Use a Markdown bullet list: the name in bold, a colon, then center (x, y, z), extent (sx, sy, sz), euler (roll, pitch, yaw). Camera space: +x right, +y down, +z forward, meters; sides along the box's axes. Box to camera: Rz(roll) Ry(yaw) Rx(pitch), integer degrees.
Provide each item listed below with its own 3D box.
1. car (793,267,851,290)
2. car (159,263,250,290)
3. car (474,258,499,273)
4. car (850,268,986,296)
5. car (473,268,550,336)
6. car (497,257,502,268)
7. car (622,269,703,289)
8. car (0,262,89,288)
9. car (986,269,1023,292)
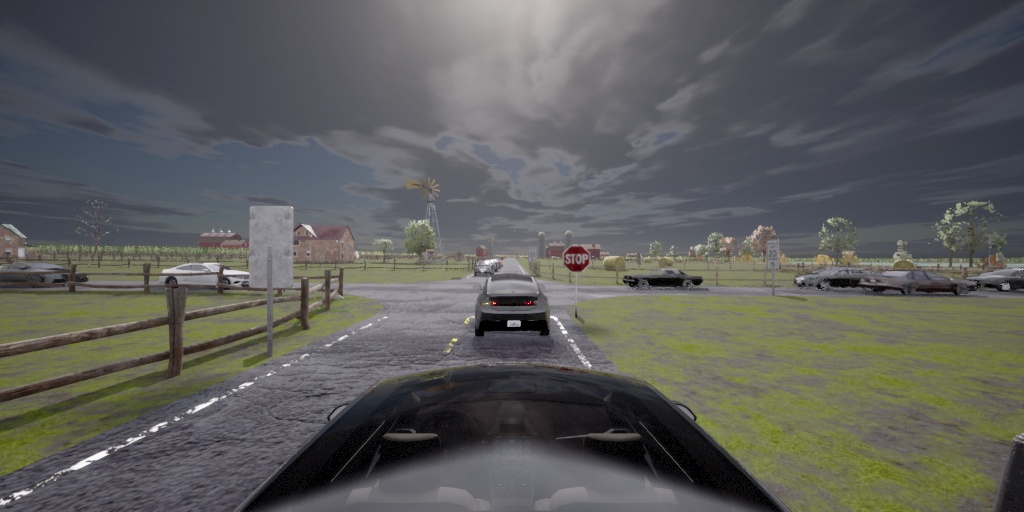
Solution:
- **car**: center (21.463, 1.480, 23.783), extent (4.902, 1.511, 2.128), euler (1, -1, -1)
- **car**: center (-17.217, 1.103, 20.359), extent (4.674, 1.442, 1.812), euler (1, -1, -1)
- **car**: center (-2.809, 1.243, 37.069), extent (2.128, 1.511, 4.902), euler (0, 0, 0)
- **car**: center (23.446, 1.522, 20.860), extent (5.357, 1.411, 2.033), euler (1, -1, -1)
- **car**: center (-0.061, 1.256, 10.378), extent (1.837, 1.490, 4.892), euler (0, 0, -3)
- **car**: center (-2.789, 1.241, 46.514), extent (2.128, 1.511, 4.902), euler (0, 0, 0)
- **car**: center (9.708, 1.474, 23.426), extent (4.718, 1.301, 1.895), euler (1, -1, -4)
- **car**: center (-26.843, 1.042, 20.243), extent (4.181, 1.385, 1.994), euler (1, -1, -1)
- **car**: center (33.148, 1.601, 23.919), extent (4.892, 1.490, 1.837), euler (1, -1, 0)
